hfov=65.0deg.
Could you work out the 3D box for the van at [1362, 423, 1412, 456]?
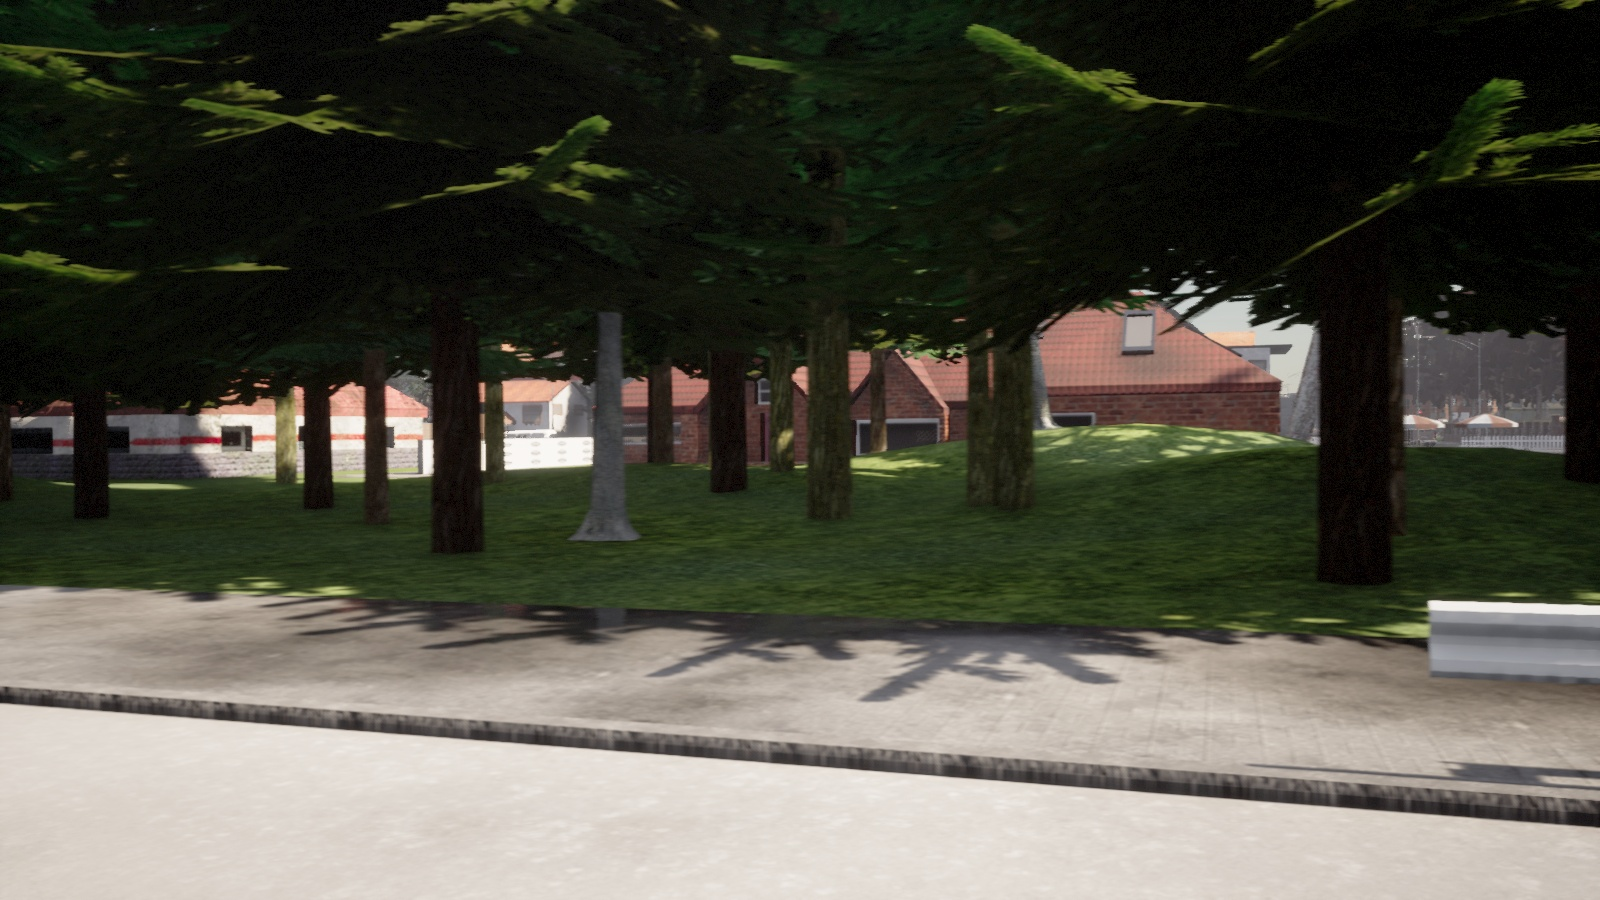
[{"bbox_3d":[38.568,-0.704,82.579,2.069,2.038,4.480,-1,1,12],"label":"van"}]
